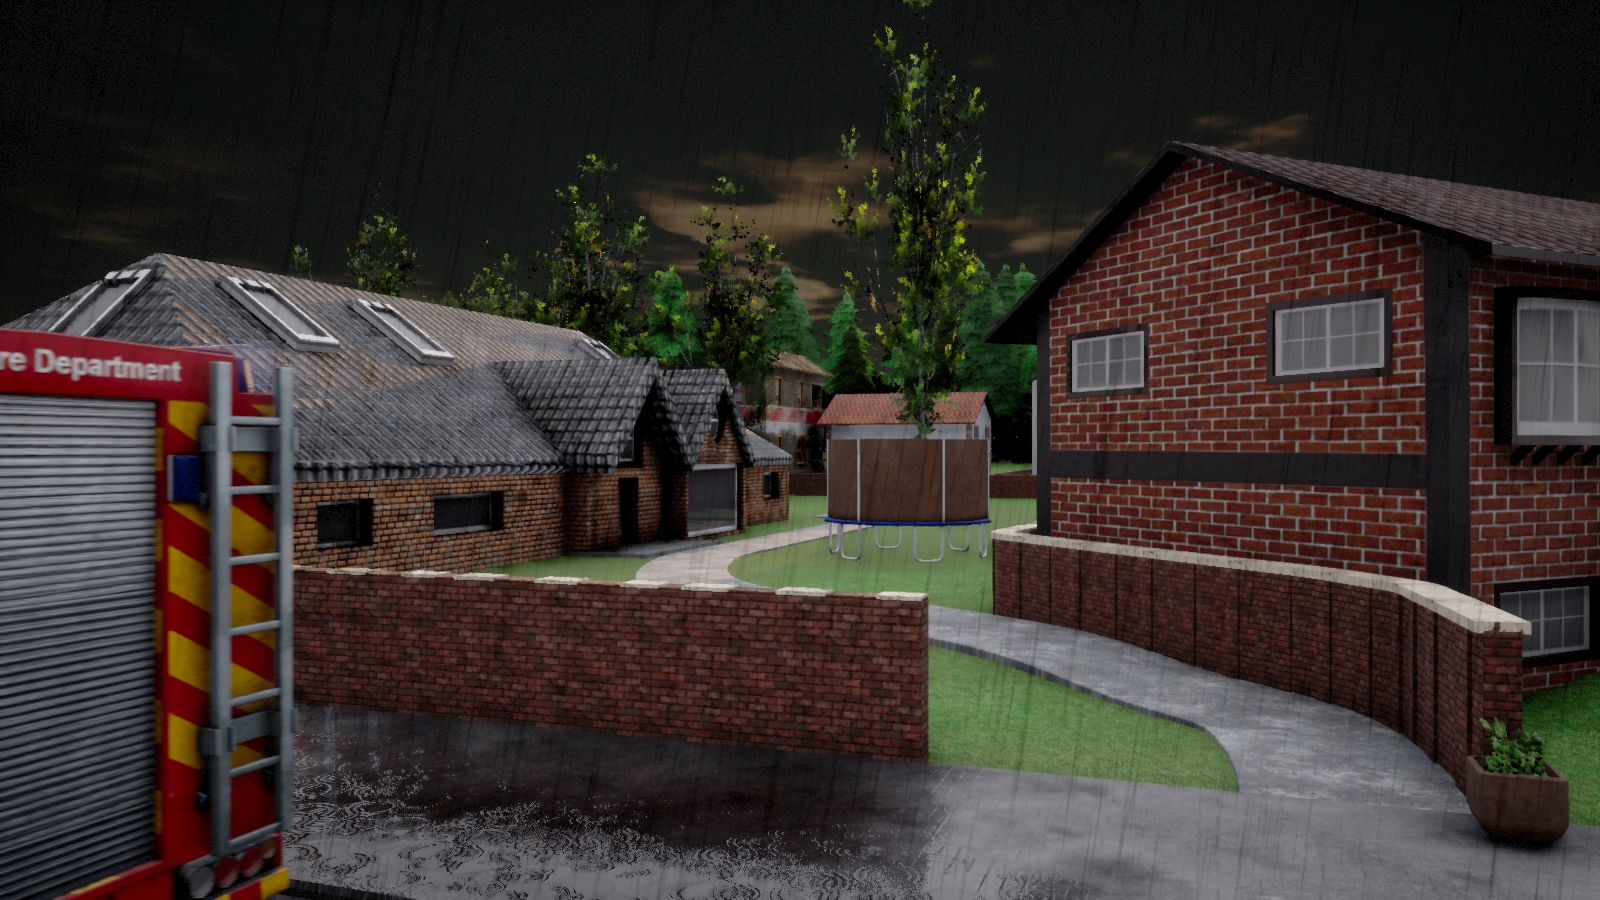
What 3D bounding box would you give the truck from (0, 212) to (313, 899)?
[{"bbox_3d":[-7.289,0.890,6.735,8.468,3.827,2.891,0,0,21],"label":"truck"}]
